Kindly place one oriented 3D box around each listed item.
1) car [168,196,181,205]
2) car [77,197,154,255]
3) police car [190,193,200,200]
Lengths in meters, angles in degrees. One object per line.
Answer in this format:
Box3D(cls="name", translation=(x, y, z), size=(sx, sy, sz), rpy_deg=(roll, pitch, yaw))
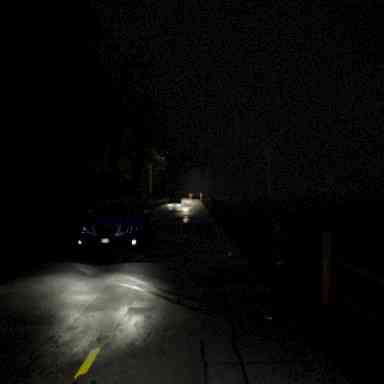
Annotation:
Box3D(cls="car", translation=(-2.813, 1.352, 54.653), size=(1.994, 1.385, 4.181), rpy_deg=(0, 0, 0))
Box3D(cls="car", translation=(-2.849, 1.236, 13.681), size=(2.150, 2.045, 5.566), rpy_deg=(0, 0, 0))
Box3D(cls="police car", translation=(0.965, 1.082, 78.745), size=(1.930, 1.638, 5.238), rpy_deg=(0, 0, 0))
